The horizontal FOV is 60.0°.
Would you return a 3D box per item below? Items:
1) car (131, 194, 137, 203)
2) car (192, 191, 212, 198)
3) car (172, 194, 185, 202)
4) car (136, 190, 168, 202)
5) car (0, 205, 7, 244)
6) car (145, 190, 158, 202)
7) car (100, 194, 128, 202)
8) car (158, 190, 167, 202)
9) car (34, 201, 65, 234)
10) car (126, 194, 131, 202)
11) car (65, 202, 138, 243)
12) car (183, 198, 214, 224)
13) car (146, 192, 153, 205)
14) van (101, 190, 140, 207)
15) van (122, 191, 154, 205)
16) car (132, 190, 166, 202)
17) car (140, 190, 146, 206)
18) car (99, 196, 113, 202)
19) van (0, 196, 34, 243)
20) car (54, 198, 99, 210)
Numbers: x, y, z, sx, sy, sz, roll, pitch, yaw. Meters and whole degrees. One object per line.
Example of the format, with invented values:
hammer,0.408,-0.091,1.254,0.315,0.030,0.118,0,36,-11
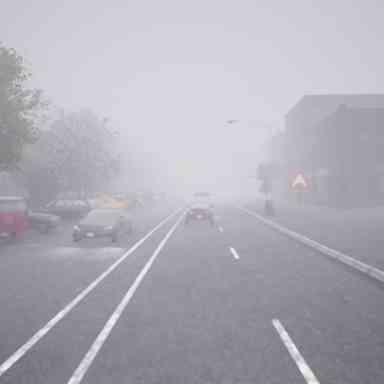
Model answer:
car,-8.606,1.264,34.898,4.792,1.488,2.163,-1,1,-18
car,1.210,0.888,40.218,2.150,2.045,5.566,0,2,2
car,-2.313,0.997,58.240,2.033,1.411,5.357,0,1,3
car,-7.461,0.642,61.509,5.566,2.045,2.435,-1,1,-17
car,-9.350,1.428,11.158,5.008,1.535,2.097,-1,1,-19
car,-8.103,0.845,46.730,5.566,2.045,2.435,-1,1,-18
car,-8.657,1.287,29.038,5.366,1.575,1.946,-1,0,-18
car,-7.522,0.970,55.685,5.366,1.575,1.946,-1,1,-18
car,-9.229,1.429,17.102,4.674,1.452,2.002,-1,0,-19
car,-8.886,1.264,31.892,5.366,1.575,1.946,-1,1,-18
car,-4.034,1.437,15.691,1.812,1.442,4.674,0,0,1
car,0.536,1.377,23.370,1.812,1.442,4.674,0,0,2
car,-8.206,1.132,43.790,5.008,1.535,2.097,-1,0,-18
van,-8.562,0.977,37.825,4.442,1.987,1.878,-1,1,-18
van,-8.055,0.833,49.657,4.442,1.987,1.878,-1,1,-17
car,-7.540,0.683,58.582,5.566,2.045,2.435,-1,1,-17
car,-8.356,1.043,40.818,4.553,1.767,2.185,-1,0,-18
car,-8.955,1.321,26.011,4.892,1.521,2.231,-1,0,-18
van,-9.410,1.186,14.085,4.442,1.987,1.878,-1,1,-19
car,-9.025,1.218,23.047,4.553,1.767,2.185,-1,1,-18
